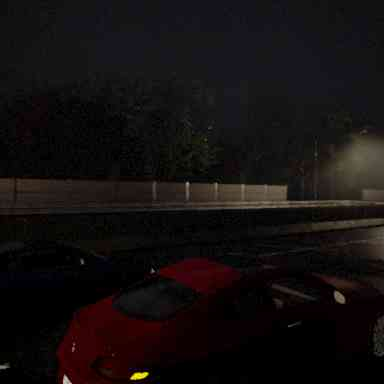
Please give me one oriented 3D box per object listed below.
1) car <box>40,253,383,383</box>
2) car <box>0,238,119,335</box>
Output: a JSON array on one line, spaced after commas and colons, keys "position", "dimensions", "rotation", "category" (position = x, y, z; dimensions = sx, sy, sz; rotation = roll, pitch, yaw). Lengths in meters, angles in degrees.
[{"position": [0.776, 1.553, 4.302], "dimensions": [4.674, 1.442, 1.812], "rotation": [1, 0, -35], "category": "car"}, {"position": [-2.657, 1.575, 6.152], "dimensions": [4.181, 1.385, 1.994], "rotation": [1, 0, -35], "category": "car"}]
